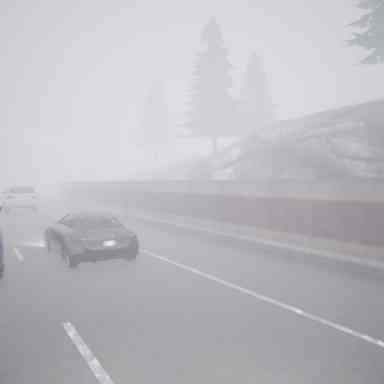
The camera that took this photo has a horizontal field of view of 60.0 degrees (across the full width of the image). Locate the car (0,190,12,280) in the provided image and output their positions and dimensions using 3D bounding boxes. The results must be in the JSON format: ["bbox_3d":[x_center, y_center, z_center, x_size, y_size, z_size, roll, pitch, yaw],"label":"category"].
[{"bbox_3d":[-6.099,0.986,8.381,2.150,2.045,5.566,-1,2,-34],"label":"car"}]

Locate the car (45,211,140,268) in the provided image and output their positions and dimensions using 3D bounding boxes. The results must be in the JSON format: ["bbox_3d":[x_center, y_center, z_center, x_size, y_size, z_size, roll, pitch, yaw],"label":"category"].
[{"bbox_3d":[-3.254,1.271,10.417,1.994,1.385,4.181,-1,2,-33],"label":"car"}]

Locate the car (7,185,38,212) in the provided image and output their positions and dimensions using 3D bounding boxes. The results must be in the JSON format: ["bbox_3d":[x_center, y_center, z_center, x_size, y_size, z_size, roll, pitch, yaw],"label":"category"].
[{"bbox_3d":[-13.677,0.479,26.484,2.150,2.045,5.566,-1,2,-31],"label":"car"}]
